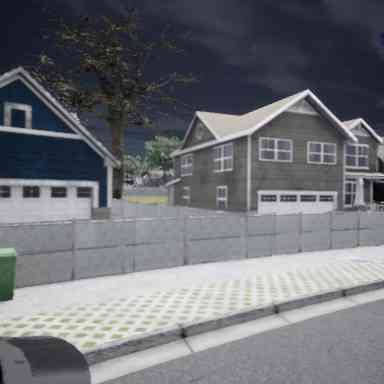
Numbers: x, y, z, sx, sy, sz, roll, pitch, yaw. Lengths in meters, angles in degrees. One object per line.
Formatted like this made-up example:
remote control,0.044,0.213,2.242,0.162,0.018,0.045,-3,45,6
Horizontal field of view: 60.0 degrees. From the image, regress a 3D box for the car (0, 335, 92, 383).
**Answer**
car,-2.702,1.483,0.934,4.892,1.490,1.837,0,0,-35
